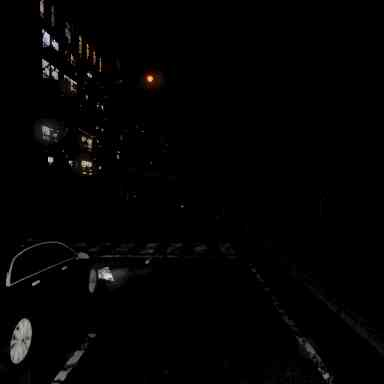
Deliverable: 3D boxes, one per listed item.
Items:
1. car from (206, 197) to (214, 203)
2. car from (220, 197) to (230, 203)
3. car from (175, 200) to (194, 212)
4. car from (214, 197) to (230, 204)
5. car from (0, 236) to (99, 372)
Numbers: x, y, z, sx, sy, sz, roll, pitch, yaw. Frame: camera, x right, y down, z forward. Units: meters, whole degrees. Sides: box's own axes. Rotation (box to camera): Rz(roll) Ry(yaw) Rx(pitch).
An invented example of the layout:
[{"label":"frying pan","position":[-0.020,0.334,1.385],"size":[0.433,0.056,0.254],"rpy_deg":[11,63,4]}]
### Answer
[{"label":"car","position":[4.556,1.824,78.735],"size":[1.812,1.442,4.674],"rpy_deg":[0,0,11]},{"label":"car","position":[7.854,1.855,78.672],"size":[1.994,1.385,4.181],"rpy_deg":[0,0,12]},{"label":"car","position":[-0.925,1.657,40.996],"size":[1.994,1.385,4.181],"rpy_deg":[0,0,6]},{"label":"car","position":[6.186,1.741,68.845],"size":[1.837,1.490,4.892],"rpy_deg":[0,0,10]},{"label":"car","position":[-3.047,1.507,5.641],"size":[1.837,1.490,4.892],"rpy_deg":[0,0,1]}]
